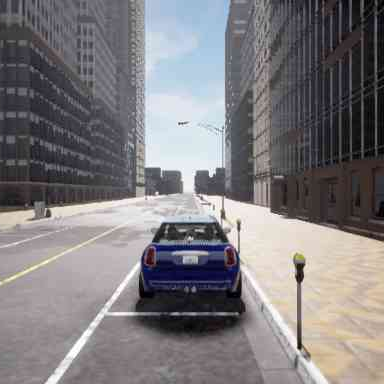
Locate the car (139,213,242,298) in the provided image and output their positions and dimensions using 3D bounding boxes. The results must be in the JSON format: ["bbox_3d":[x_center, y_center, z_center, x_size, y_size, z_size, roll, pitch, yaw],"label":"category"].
[{"bbox_3d":[-0.032,1.342,8.619,2.097,1.767,4.553,0,0,0],"label":"car"}]
